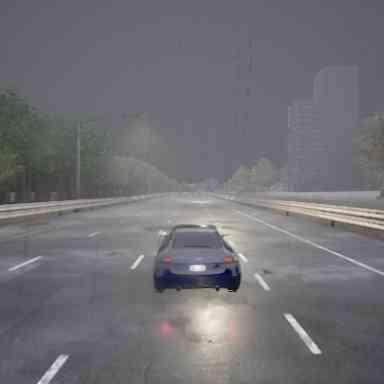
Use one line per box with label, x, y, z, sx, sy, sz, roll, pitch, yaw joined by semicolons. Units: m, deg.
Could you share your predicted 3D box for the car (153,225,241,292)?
car;0.076;1.563;8.991;1.994;1.385;4.181;0;0;-1
